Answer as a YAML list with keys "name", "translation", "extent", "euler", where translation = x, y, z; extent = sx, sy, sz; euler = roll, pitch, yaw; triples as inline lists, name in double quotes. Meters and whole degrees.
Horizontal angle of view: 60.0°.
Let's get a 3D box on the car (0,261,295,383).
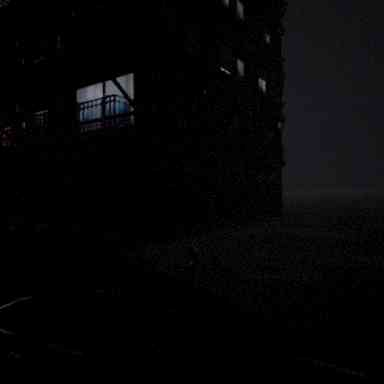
- name: "car"
  translation: [-1.076, 1.581, 3.641]
  extent: [4.313, 1.339, 1.947]
  euler: [0, 0, 35]
